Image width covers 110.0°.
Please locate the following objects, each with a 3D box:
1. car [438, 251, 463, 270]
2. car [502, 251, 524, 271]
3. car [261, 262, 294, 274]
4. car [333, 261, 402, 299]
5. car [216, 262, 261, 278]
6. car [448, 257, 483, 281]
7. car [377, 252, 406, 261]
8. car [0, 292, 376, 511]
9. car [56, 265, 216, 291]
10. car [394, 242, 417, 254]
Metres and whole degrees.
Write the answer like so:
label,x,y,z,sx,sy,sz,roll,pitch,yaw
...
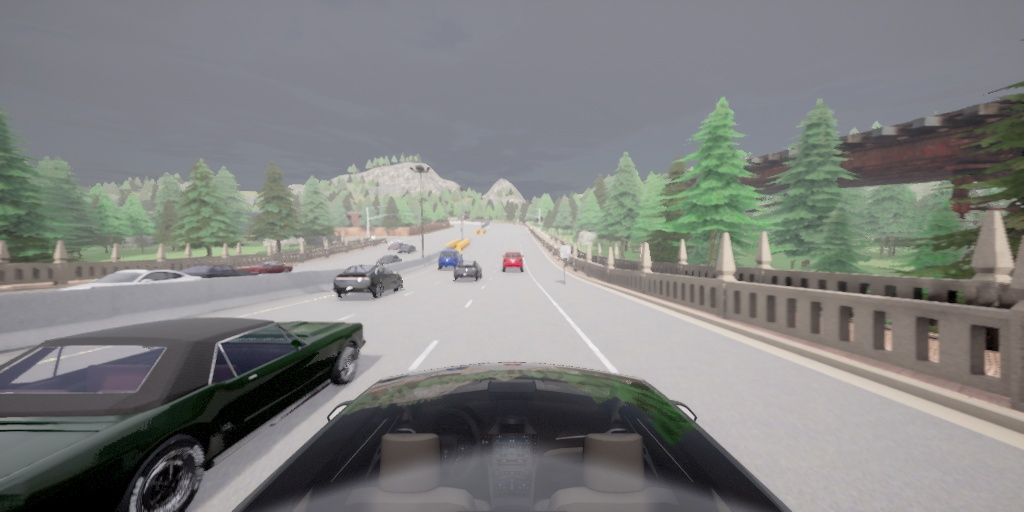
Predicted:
label,x,y,z,sx,sy,sz,roll,pitch,yaw
car,-6.903,0.378,40.805,2.150,2.045,5.566,0,3,0
car,0.097,0.490,38.855,2.150,2.045,5.566,0,3,0
car,-21.097,1.168,30.835,1.895,1.301,4.718,0,1,0
car,-6.901,1.164,17.634,2.128,1.511,4.902,0,0,0
car,-17.600,1.205,20.765,2.033,1.411,5.357,0,0,0
car,-3.402,1.102,28.293,2.128,1.511,4.902,0,1,0
car,-14.075,0.645,41.018,1.837,1.490,4.892,0,3,0
car,-3.400,1.340,3.981,1.895,1.301,4.718,0,0,0
car,-14.088,1.218,13.511,1.812,1.442,4.674,0,0,0
car,-17.519,-1.172,60.152,2.033,1.411,5.357,0,7,1
